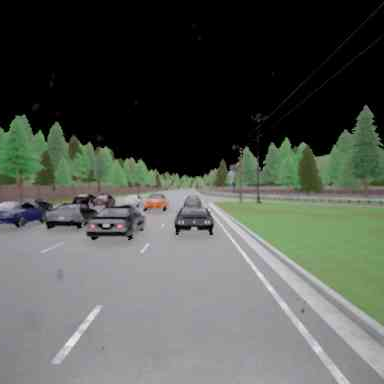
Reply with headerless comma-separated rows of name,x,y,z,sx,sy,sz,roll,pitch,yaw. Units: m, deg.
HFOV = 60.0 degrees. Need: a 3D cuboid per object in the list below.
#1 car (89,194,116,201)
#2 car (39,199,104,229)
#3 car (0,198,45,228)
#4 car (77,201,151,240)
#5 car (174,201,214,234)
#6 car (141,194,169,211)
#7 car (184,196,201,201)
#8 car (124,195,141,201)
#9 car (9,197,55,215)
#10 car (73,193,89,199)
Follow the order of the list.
car,-10.410,1.027,39.801,1.812,1.442,4.674,0,1,0
car,-6.897,1.318,19.595,1.994,1.385,4.181,0,1,0
car,-10.398,1.276,19.827,1.812,1.442,4.674,0,1,0
car,-3.398,1.349,15.690,2.033,1.411,5.357,0,1,0
car,0.103,1.381,17.450,1.895,1.301,4.718,0,1,0
car,-3.444,0.936,33.157,2.097,1.767,4.553,0,1,0
car,0.085,1.092,37.754,1.994,1.385,4.181,0,1,0
car,-6.910,1.032,39.399,1.812,1.442,4.674,0,1,0
car,-13.981,1.197,29.328,1.994,1.385,4.181,0,1,1
car,-13.924,0.931,43.624,1.882,1.535,5.008,0,1,0
